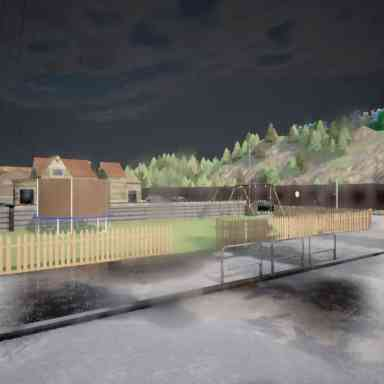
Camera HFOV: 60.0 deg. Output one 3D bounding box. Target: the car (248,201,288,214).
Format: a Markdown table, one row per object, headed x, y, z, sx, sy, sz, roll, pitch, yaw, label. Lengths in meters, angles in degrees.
| x | y | z | sx | sy | sz | roll | pitch | yaw | label |
| --- | --- | --- | --- | --- | --- | --- | --- | --- | --- |
| 8.029 | 1.601 | 35.810 | 1.895 | 1.301 | 4.718 | 0 | 0 | -36 | car |

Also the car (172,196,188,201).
| x | y | z | sx | sy | sz | roll | pitch | yaw | label |
| --- | --- | --- | --- | --- | --- | --- | --- | --- | --- |
| -2.641 | 1.505 | 57.818 | 1.837 | 1.490 | 4.892 | 0 | 0 | -35 | car |

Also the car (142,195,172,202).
| x | y | z | sx | sy | sz | roll | pitch | yaw | label |
| --- | --- | --- | --- | --- | --- | --- | --- | --- | --- |
| -5.852 | 1.351 | 55.268 | 2.097 | 1.767 | 4.553 | 0 | 0 | -35 | car |

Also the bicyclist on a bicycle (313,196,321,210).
| x | y | z | sx | sy | sz | roll | pitch | yaw | label |
| --- | --- | --- | --- | --- | --- | --- | --- | --- | --- |
| 15.152 | 1.349 | 40.287 | 1.656 | 1.620 | 0.582 | 0 | 0 | -36 | bicyclist on a bicycle |
